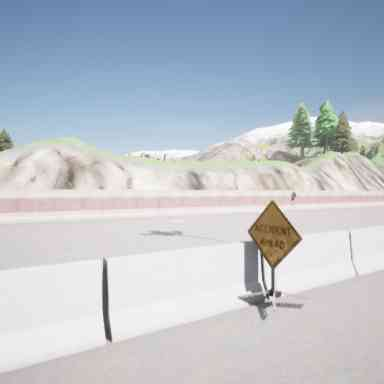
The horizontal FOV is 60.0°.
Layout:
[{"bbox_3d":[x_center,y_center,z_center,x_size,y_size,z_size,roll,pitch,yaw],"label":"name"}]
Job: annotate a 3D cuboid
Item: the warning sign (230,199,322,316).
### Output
[{"bbox_3d":[1.548,1.087,6.263,1.060,1.860,1.300,0,0,-35],"label":"warning sign"}]
